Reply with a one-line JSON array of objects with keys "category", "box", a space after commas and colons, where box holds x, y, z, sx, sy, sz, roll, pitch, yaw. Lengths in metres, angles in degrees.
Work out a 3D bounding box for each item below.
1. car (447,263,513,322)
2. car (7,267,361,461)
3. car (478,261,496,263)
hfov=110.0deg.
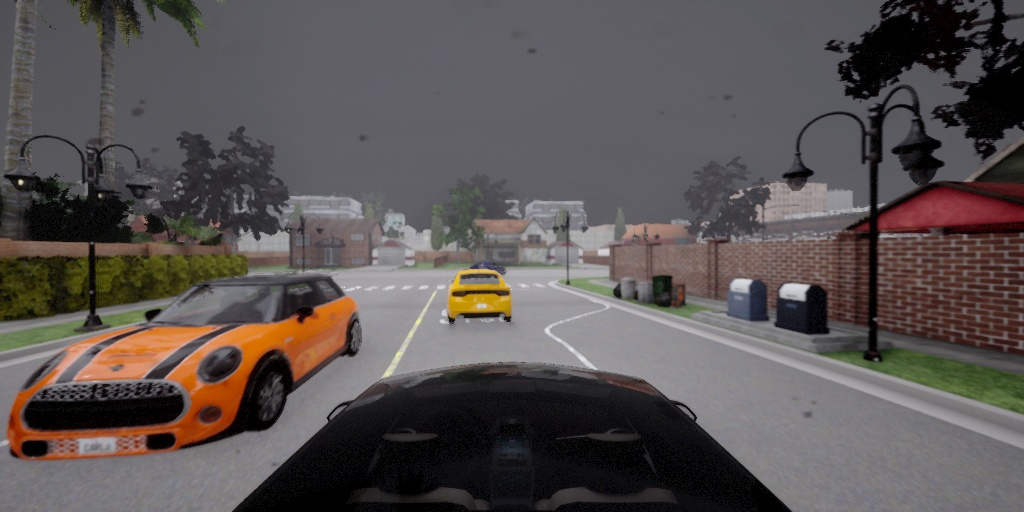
[{"category": "car", "box": [-1.177, 1.190, 12.198, 1.882, 1.535, 5.008, 0, 0, -8]}, {"category": "car", "box": [-3.967, 1.103, 5.448, 2.097, 1.767, 4.553, 0, 0, -6]}, {"category": "car", "box": [-2.164, 1.172, 32.366, 1.812, 1.442, 4.674, -1, 0, 22]}]
